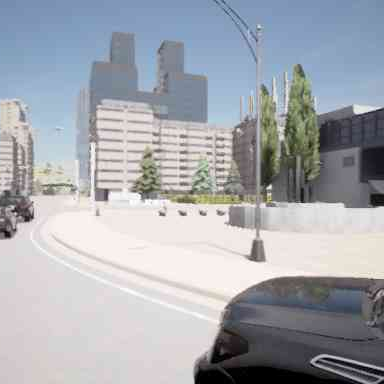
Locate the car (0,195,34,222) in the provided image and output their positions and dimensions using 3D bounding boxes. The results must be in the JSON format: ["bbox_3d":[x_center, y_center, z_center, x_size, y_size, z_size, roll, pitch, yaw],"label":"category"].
[{"bbox_3d":[-14.018,1.282,26.563,2.150,2.045,5.566,0,0,-21],"label":"car"}]

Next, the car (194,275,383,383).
[{"bbox_3d":[2.670,1.252,2.020,5.566,2.045,2.150,0,0,36],"label":"car"}]

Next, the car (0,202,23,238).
[{"bbox_3d":[-10.461,1.525,17.588,2.128,1.511,4.902,1,0,-24],"label":"car"}]
